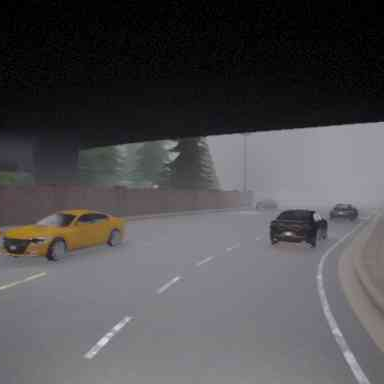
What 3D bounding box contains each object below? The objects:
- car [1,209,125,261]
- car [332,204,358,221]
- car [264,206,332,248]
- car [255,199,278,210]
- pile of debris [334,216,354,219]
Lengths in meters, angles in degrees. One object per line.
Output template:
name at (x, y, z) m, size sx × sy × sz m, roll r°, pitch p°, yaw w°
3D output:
car at (-4.449, 1.415, 12.317) m, size 1.882 × 1.535 × 5.008 m, roll 1°, pitch 0°, yaw 22°
car at (13.658, 1.761, 29.851) m, size 1.994 × 1.385 × 4.181 m, roll 1°, pitch 0°, yaw 31°
car at (5.105, 1.553, 15.581) m, size 1.882 × 1.535 × 5.008 m, roll 1°, pitch 0°, yaw 29°
car at (9.963, 1.653, 44.184) m, size 2.128 × 1.511 × 4.902 m, roll 1°, pitch 0°, yaw 31°
pile of debris at (14.187, 2.384, 30.946) m, size 1.500 × 0.140 × 1.860 m, roll 1°, pitch 0°, yaw 31°
